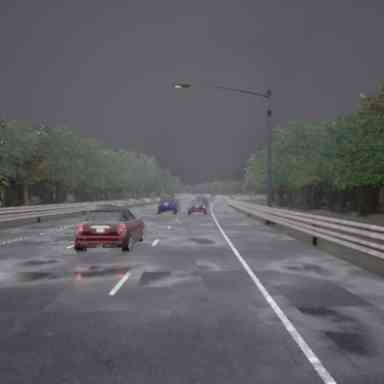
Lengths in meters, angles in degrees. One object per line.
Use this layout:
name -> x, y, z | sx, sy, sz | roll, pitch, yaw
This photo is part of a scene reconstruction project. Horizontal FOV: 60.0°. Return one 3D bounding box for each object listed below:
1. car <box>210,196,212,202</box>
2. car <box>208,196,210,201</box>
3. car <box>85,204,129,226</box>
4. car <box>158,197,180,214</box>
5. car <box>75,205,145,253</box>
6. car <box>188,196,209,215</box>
car -> 2.916, 2.161, 77.843 | 2.033, 1.411, 5.357 | 0, 0, 5
car -> 1.749, 1.736, 60.994 | 2.150, 2.045, 5.566 | 0, 0, 4
car -> -6.682, 1.775, 26.734 | 2.033, 1.411, 5.357 | 0, 0, 2
car -> -2.743, 1.565, 39.984 | 2.150, 2.045, 5.566 | 0, 0, 2
car -> -3.390, 1.480, 14.542 | 2.097, 1.767, 4.553 | 0, -1, 1
car -> 0.661, 1.695, 39.160 | 2.097, 1.767, 4.553 | 0, 0, 2
